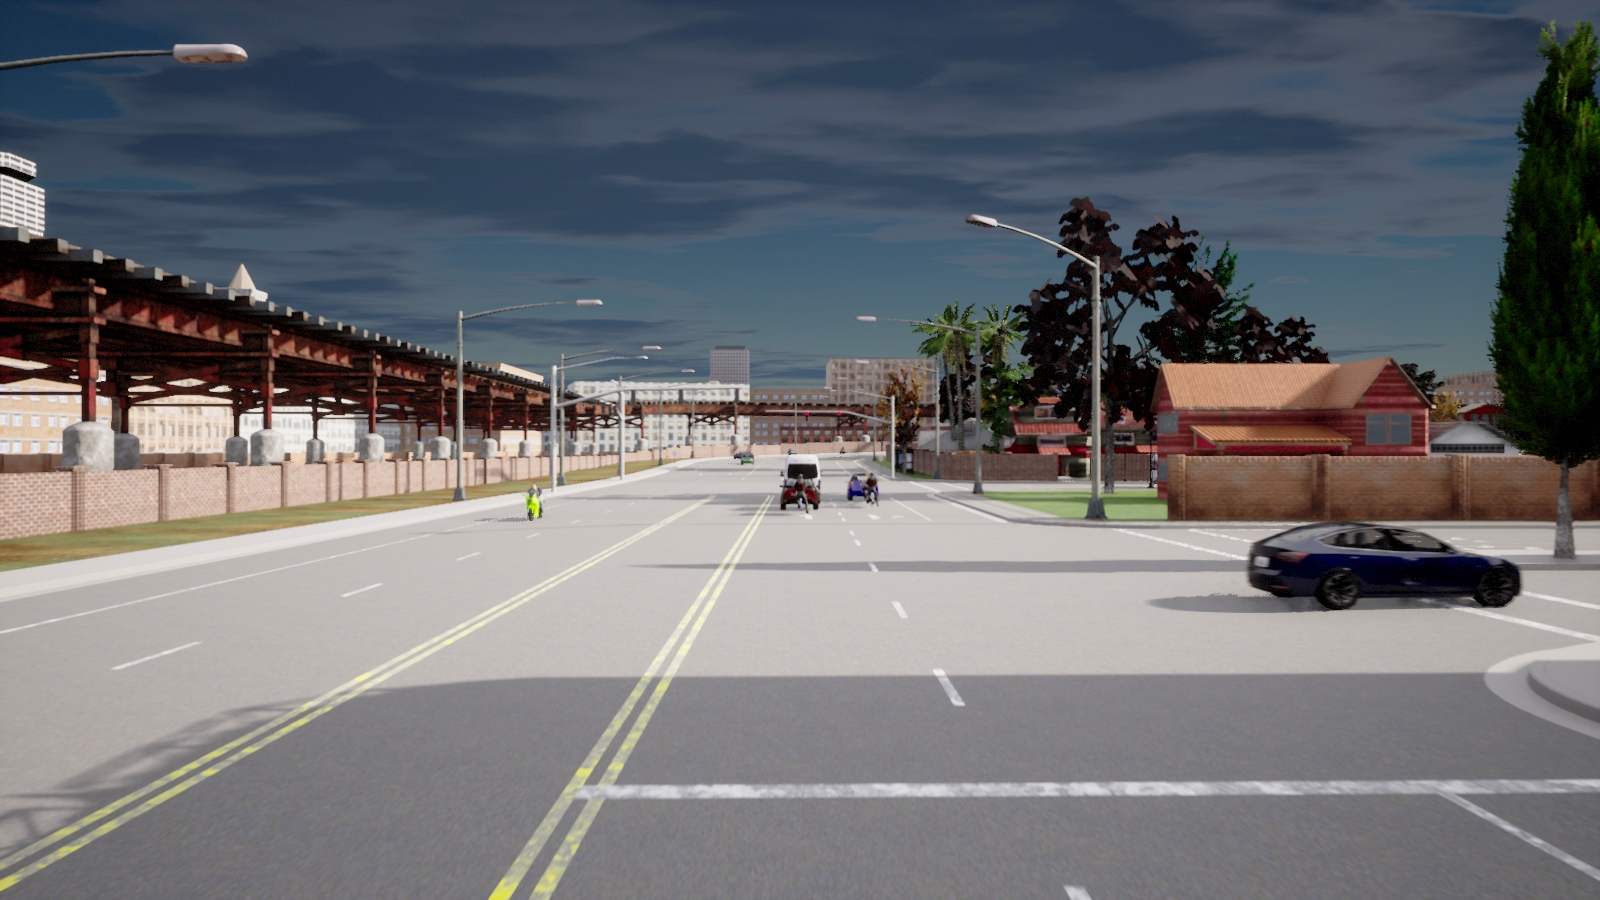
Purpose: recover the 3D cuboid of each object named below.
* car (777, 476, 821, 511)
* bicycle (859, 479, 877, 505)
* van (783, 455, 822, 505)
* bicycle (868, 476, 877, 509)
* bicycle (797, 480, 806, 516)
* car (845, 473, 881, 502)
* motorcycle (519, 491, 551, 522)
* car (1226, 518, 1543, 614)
[{"bbox_3d":[-0.020,2.055,54.645,2.007,1.525,4.514,0,0,0],"label":"car"},{"bbox_3d":[3.517,2.162,59.350,0.859,1.301,1.487,0,0,-1],"label":"bicycle"},{"bbox_3d":[0.087,1.551,61.625,1.988,2.561,5.915,0,0,-1],"label":"van"},{"bbox_3d":[3.527,2.063,55.722,0.329,1.496,1.835,0,0,0],"label":"bicycle"},{"bbox_3d":[0.067,2.059,49.438,0.329,1.496,1.835,-1,0,0],"label":"bicycle"},{"bbox_3d":[3.487,2.056,63.946,1.845,1.501,3.633,0,0,0],"label":"car"},{"bbox_3d":[-10.481,2.225,45.236,0.803,1.145,2.033,0,0,0],"label":"motorcycle"},{"bbox_3d":[10.632,2.069,20.983,4.792,1.488,2.163,0,0,-7],"label":"car"}]
